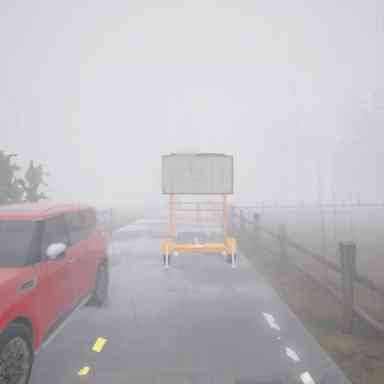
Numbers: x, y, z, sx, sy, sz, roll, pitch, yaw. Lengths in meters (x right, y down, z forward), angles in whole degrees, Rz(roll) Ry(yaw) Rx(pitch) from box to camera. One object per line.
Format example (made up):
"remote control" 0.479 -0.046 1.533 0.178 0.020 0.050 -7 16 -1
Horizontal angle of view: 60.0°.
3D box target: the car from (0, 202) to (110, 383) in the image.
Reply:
"car" -2.844 1.226 5.086 2.150 2.045 5.566 0 0 0

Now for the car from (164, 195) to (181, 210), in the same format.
"car" -2.781 1.512 48.276 2.150 2.045 5.566 0 0 0

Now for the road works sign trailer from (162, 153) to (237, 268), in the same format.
"road works sign trailer" 0.189 0.485 11.375 2.380 3.560 2.880 0 0 -2
